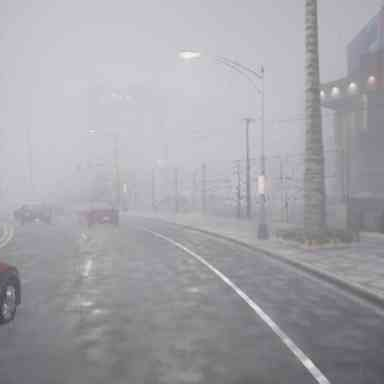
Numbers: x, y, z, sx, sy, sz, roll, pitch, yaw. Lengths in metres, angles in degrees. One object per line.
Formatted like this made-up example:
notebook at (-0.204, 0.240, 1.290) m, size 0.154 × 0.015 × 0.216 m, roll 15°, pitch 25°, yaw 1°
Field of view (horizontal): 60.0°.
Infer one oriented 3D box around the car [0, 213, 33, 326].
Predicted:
car at (-3.968, 1.357, 4.112) m, size 2.097 × 1.767 × 4.553 m, roll 0°, pitch 0°, yaw -6°

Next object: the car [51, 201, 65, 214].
car at (-14.582, 1.539, 33.833) m, size 1.895 × 1.301 × 4.718 m, roll -1°, pitch 0°, yaw -37°

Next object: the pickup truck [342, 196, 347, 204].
pickup truck at (14.119, 0.892, 26.434) m, size 6.274 × 2.098 × 2.390 m, roll -1°, pitch 0°, yaw -38°

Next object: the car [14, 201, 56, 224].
car at (-11.476, 1.564, 23.820) m, size 1.895 × 1.301 × 4.718 m, roll -1°, pitch 0°, yaw -34°

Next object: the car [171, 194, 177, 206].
car at (-2.580, 1.058, 48.446) m, size 2.185 × 1.767 × 4.553 m, roll -1°, pitch 0°, yaw -38°

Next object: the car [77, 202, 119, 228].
car at (-6.318, 1.418, 22.147) m, size 1.882 × 1.535 × 5.008 m, roll 0°, pitch 0°, yaw -28°
